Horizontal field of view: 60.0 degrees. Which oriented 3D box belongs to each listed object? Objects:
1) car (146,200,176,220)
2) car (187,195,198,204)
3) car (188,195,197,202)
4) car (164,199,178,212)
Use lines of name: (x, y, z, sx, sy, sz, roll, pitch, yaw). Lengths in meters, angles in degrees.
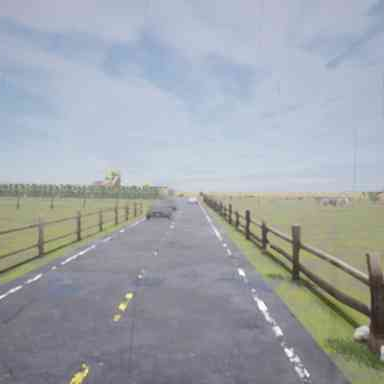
car: (-2.717, 1.610, 28.311, 1.994, 1.385, 4.181, 0, 0, 0)
car: (0.126, 1.639, 65.553, 1.812, 1.442, 4.674, 0, 0, 0)
car: (0.143, 1.452, 75.811, 1.882, 1.535, 5.008, 0, 0, 0)
car: (-2.694, 1.573, 40.028, 1.837, 1.490, 4.892, 0, -1, 1)
